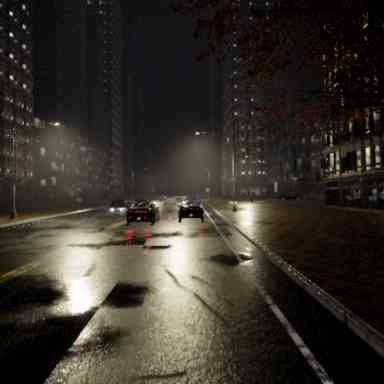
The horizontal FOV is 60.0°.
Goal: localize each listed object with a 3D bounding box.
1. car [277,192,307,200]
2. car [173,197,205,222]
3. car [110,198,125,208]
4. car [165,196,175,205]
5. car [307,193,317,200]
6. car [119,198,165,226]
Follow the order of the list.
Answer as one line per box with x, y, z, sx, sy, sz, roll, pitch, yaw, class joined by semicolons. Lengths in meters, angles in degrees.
16.357;0.813;55.984;4.403;1.369;2.008;-1;0;-1;car
-0.065;1.378;25.112;2.128;1.511;4.902;-1;0;0;car
-10.042;1.490;46.261;1.994;1.385;4.181;-1;0;0;car
-3.458;1.327;53.502;1.812;1.442;4.674;-1;0;0;car
21.596;0.765;64.459;4.829;1.417;1.752;-1;0;-1;car
-3.305;1.431;23.002;2.128;1.511;4.902;-1;0;0;car
